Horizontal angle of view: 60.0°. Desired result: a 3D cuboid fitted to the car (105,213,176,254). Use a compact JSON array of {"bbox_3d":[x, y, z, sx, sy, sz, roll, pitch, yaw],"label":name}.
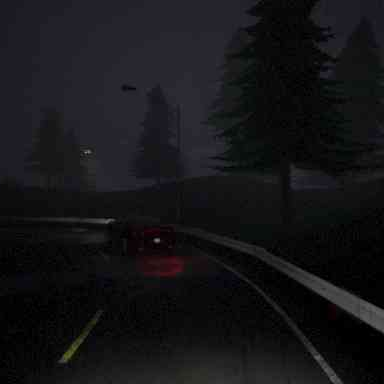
[{"bbox_3d":[-2.391,1.635,14.416,1.882,1.535,5.008,1,-1,-27],"label":"car"}]
